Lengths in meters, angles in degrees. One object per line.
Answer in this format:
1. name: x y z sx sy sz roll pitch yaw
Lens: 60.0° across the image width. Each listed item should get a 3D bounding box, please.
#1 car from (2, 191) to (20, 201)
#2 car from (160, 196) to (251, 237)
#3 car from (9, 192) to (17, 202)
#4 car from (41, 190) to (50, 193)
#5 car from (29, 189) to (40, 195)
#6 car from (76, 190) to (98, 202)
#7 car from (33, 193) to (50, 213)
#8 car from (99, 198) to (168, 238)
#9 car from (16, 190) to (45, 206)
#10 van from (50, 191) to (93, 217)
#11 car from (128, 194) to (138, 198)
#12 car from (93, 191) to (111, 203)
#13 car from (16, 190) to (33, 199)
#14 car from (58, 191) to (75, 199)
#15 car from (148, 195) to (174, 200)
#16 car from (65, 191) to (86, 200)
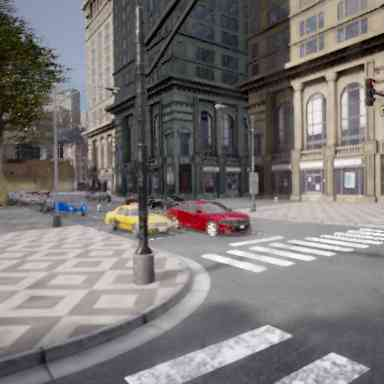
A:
1. car: -28.819 0.625 52.826 2.008 1.369 4.403 0 1 -35
2. car: 0.684 1.168 16.141 1.882 1.535 5.008 -1 2 -35
3. car: -22.302 0.797 43.675 2.008 1.369 4.403 0 1 -35
4. car: -31.655 0.187 71.497 1.887 1.381 4.507 -1 1 -35
5. car: -38.172 0.061 80.647 1.802 1.307 4.206 -1 1 -35
6. car: -15.362 0.506 48.622 1.967 1.590 4.097 0 1 -35
7. car: -12.525 1.051 29.945 2.008 1.369 4.403 -1 1 -35
8. car: -2.649 1.235 16.074 1.752 1.417 4.829 -1 1 -35
9. car: -18.945 0.862 38.961 1.752 1.417 4.829 0 1 -35
10. van: -9.267 0.917 25.366 1.690 1.788 3.998 -1 1 -35
11. car: -5.584 0.865 34.895 1.887 1.381 4.507 -1 1 -35
12. car: -12.103 0.704 44.048 2.008 1.369 4.403 0 1 -35
13. car: -29.534 0.469 58.570 1.812 1.442 4.674 -1 2 -35
14. car: -21.879 0.476 57.773 1.802 1.307 4.206 -1 1 -35
15. car: -2.327 0.962 30.320 1.947 1.339 4.313 -1 1 -35
16. car: -18.621 0.531 53.198 2.008 1.369 4.403 -1 1 -35
